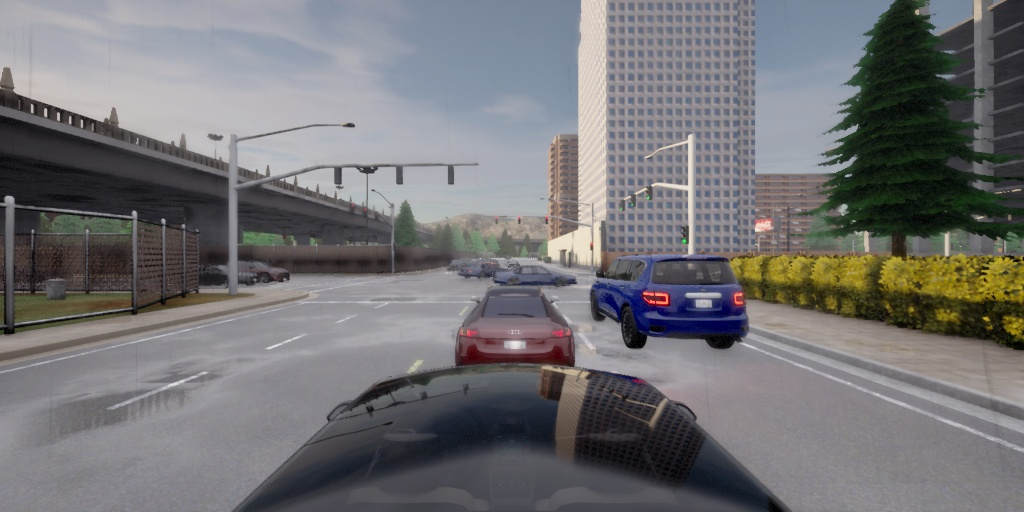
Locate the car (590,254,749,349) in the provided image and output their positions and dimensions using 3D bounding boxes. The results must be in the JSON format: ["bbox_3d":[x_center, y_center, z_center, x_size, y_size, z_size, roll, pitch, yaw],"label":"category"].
[{"bbox_3d":[3.567,0.971,9.297,2.150,2.045,5.566,0,0,1],"label":"car"}]

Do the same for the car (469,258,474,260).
[{"bbox_3d":[-7.101,1.102,55.540,2.097,1.767,4.553,0,0,0],"label":"car"}]

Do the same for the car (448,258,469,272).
[{"bbox_3d":[-7.103,1.254,46.656,1.837,1.490,4.892,0,0,0],"label":"car"}]

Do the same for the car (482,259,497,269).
[{"bbox_3d":[-3.595,1.241,58.872,2.128,1.511,4.902,0,0,0],"label":"car"}]

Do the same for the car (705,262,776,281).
[{"bbox_3d":[19.301,1.310,30.438,4.892,1.490,1.837,0,0,0],"label":"car"}]

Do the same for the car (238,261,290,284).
[{"bbox_3d":[-19.124,1.157,26.650,4.553,1.767,2.097,0,0,0],"label":"car"}]

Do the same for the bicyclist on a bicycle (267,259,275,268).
[{"bbox_3d":[-25.306,1.106,37.617,0.582,1.620,1.656,0,0,0],"label":"bicyclist on a bicycle"}]

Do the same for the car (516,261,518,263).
[{"bbox_3d":[0.100,1.350,54.761,1.895,1.301,4.718,0,0,0],"label":"car"}]

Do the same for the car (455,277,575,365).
[{"bbox_3d":[0.062,1.314,7.430,1.994,1.385,4.181,0,0,0],"label":"car"}]

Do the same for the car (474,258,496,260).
[{"bbox_3d":[-3.598,1.102,49.800,2.097,1.767,4.553,0,0,0],"label":"car"}]

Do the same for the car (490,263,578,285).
[{"bbox_3d":[1.456,1.330,23.198,5.357,1.411,2.033,0,0,0],"label":"car"}]

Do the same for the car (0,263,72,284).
[{"bbox_3d":[-35.824,1.406,26.613,4.718,1.301,1.895,0,0,0],"label":"car"}]

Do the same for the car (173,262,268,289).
[{"bbox_3d":[-18.989,1.310,23.149,4.892,1.490,1.837,0,0,0],"label":"car"}]

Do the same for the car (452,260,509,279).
[{"bbox_3d":[-2.544,1.322,32.296,2.033,1.411,5.357,0,0,36],"label":"car"}]
